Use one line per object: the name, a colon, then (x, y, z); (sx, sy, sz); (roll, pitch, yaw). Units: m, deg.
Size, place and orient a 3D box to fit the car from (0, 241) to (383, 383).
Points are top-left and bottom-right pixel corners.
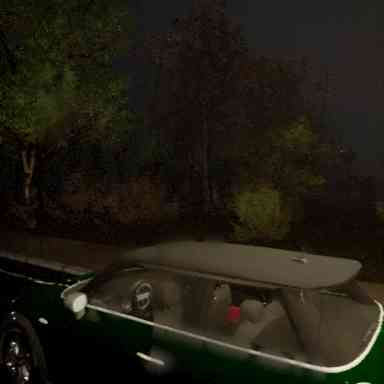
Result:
car: (-0.191, 1.356, 3.703); (4.553, 1.767, 2.097); (0, 0, 36)
